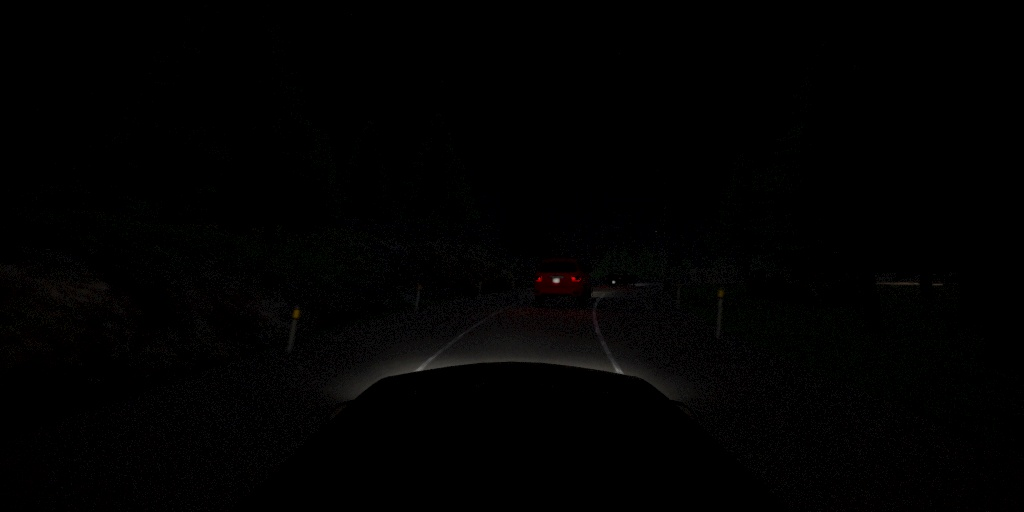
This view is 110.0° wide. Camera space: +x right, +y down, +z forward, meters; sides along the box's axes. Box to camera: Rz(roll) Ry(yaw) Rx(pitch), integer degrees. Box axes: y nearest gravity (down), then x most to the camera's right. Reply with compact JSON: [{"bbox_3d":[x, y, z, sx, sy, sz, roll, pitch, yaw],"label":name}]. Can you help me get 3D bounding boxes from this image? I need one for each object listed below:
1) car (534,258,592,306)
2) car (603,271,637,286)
[{"bbox_3d":[2.535,1.151,17.200,2.150,2.045,5.566,-1,-1,16],"label":"car"},{"bbox_3d":[9.994,2.045,32.778,1.895,1.301,4.718,-2,-3,34],"label":"car"}]
